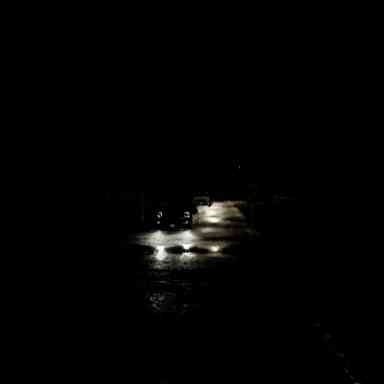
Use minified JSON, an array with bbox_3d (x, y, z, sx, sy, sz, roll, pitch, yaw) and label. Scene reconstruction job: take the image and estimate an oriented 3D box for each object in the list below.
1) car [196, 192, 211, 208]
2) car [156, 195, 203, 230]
[{"bbox_3d":[1.438,1.068,45.348,2.150,2.045,5.566,0,0,5],"label":"car"},{"bbox_3d":[-0.789,1.289,20.805,2.097,1.767,4.553,0,0,8],"label":"car"}]
